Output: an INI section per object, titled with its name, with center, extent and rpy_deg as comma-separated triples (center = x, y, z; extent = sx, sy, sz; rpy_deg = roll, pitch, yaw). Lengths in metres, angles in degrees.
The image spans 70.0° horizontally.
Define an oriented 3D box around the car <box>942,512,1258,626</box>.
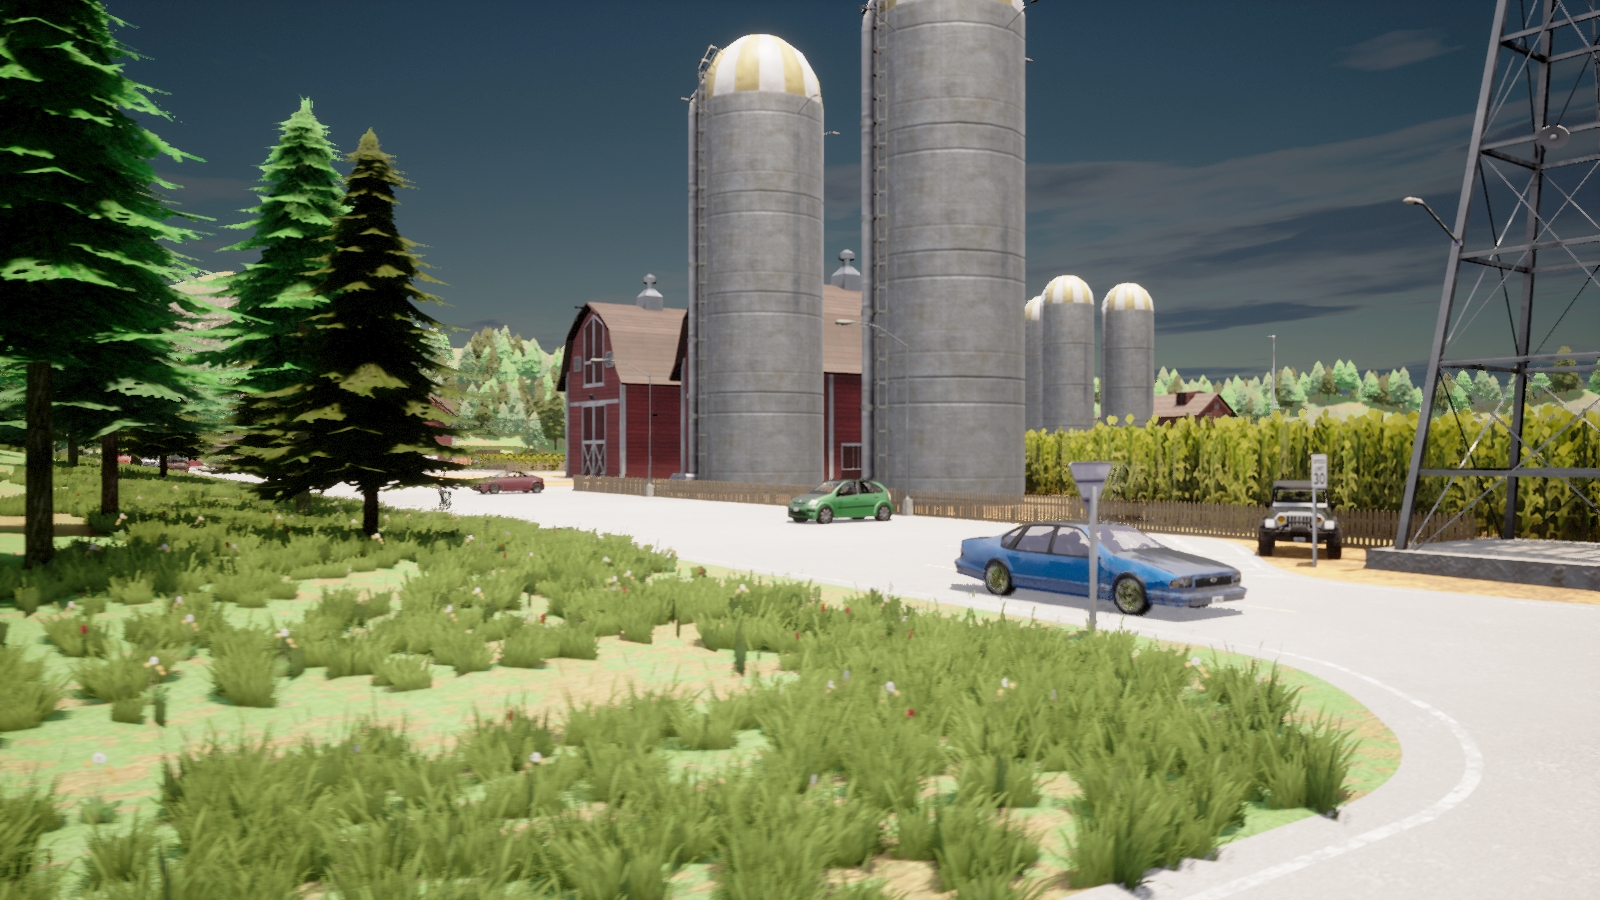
[car]
center = 5.057, 1.958, 20.126
extent = 2.033, 1.411, 5.357
rpy_deg = 0, 0, -34
